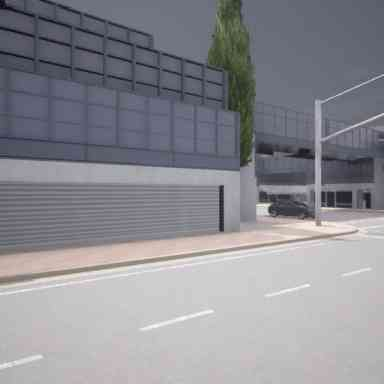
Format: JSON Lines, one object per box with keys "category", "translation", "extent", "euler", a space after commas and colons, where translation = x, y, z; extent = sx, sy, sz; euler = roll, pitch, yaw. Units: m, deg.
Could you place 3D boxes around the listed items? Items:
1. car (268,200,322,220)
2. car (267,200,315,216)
{"category": "car", "translation": [8.795, 1.506, 28.721], "extent": [1.837, 1.490, 4.892], "euler": [0, 0, -37]}
{"category": "car", "translation": [9.827, 1.564, 33.190], "extent": [1.994, 1.385, 4.181], "euler": [0, 0, -37]}
